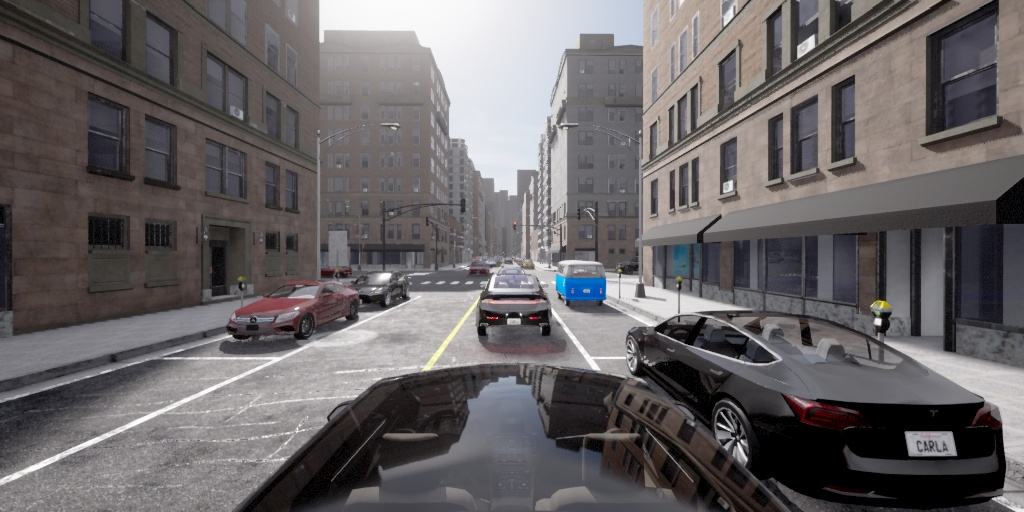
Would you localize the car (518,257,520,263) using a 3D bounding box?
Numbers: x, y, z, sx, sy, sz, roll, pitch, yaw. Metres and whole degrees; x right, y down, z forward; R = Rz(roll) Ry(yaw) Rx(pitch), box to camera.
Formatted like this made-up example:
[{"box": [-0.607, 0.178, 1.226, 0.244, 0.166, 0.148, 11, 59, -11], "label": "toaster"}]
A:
[{"box": [2.462, 1.179, 60.133, 1.967, 1.591, 4.097, 0, 0, -1], "label": "car"}]

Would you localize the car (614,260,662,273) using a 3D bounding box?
[{"box": [14.726, 1.211, 42.081, 5.008, 1.535, 1.882, 0, 0, -1], "label": "car"}]

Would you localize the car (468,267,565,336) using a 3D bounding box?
[{"box": [0.057, 1.241, 10.388, 2.128, 1.511, 4.902, 0, 0, 0], "label": "car"}]

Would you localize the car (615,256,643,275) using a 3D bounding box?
[{"box": [14.107, 0.964, 38.823, 5.566, 2.045, 2.150, 0, 0, -1], "label": "car"}]

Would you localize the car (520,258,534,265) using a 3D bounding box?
[{"box": [2.546, 1.267, 54.778, 1.751, 1.417, 4.829, 0, 0, -1], "label": "car"}]

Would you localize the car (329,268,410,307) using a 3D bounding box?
[{"box": [-5.694, 1.315, 15.393, 1.948, 1.339, 4.313, 0, 0, 0], "label": "car"}]

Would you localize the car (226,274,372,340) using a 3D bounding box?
[{"box": [-5.683, 1.332, 9.942, 1.802, 1.307, 4.207, 0, 0, 0], "label": "car"}]

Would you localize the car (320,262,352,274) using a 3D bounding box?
[{"box": [-16.657, 1.340, 31.695, 4.718, 1.301, 1.895, 0, 0, -1], "label": "car"}]

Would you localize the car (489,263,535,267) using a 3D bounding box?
[{"box": [-0.034, 1.297, 20.131, 2.033, 1.411, 5.357, 0, 0, 0], "label": "car"}]

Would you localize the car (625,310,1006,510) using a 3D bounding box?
[{"box": [2.852, 1.316, 4.522, 1.948, 1.339, 4.313, 0, 0, 0], "label": "car"}]

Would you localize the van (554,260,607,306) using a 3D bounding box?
[{"box": [2.831, 1.090, 15.419, 1.690, 1.789, 3.998, 0, 0, 0], "label": "van"}]

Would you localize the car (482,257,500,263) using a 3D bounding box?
[{"box": [-3.485, 1.287, 60.487, 2.033, 1.411, 5.357, 0, 0, -1], "label": "car"}]

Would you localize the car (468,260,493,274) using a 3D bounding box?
[{"box": [-3.184, 1.347, 35.502, 1.895, 1.301, 4.718, 0, 0, 0], "label": "car"}]
